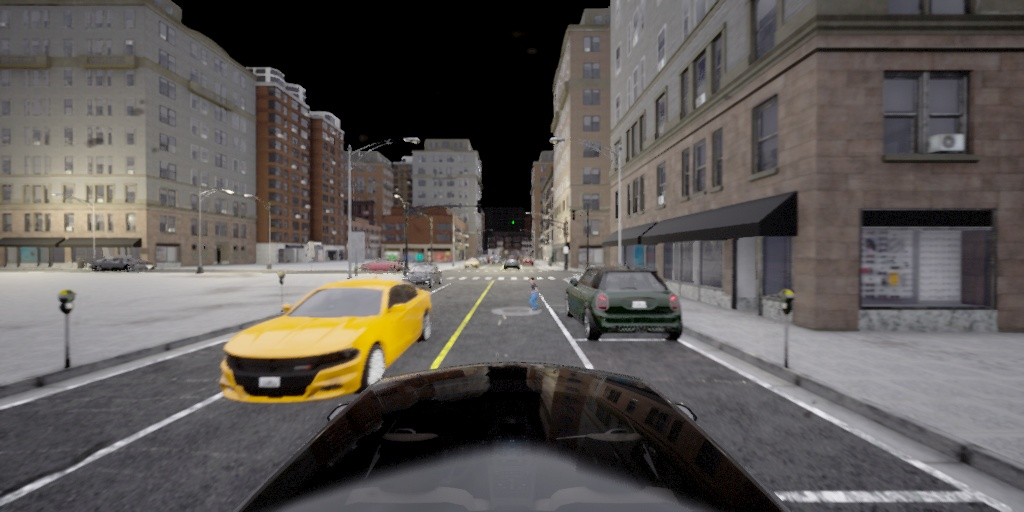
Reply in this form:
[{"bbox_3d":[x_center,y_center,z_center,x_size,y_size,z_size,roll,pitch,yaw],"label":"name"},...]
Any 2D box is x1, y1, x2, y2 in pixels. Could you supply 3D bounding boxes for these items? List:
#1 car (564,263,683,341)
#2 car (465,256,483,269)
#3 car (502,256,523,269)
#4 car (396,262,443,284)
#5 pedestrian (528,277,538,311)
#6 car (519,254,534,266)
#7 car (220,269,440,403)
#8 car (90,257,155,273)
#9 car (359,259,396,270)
[{"bbox_3d":[2.749,1.045,9.874,2.097,1.767,4.553,0,0,0],"label":"car"},{"bbox_3d":[-5.395,0.949,48.708,1.751,1.417,4.829,0,0,0],"label":"car"},{"bbox_3d":[0.027,0.998,47.372,1.994,1.385,4.181,0,0,0],"label":"car"},{"bbox_3d":[-5.391,1.159,22.033,2.007,1.370,4.403,0,0,0],"label":"car"},{"bbox_3d":[0.793,1.249,12.407,0.375,1.300,0.375,0,0,-8],"label":"pedestrian"},{"bbox_3d":[2.628,0.786,60.202,1.967,1.591,4.097,0,0,0],"label":"car"},{"bbox_3d":[-2.848,1.192,6.709,1.882,1.535,5.008,0,0,0],"label":"car"},{"bbox_3d":[-36.454,0.849,33.670,4.902,1.511,2.128,0,0,0],"label":"car"},{"bbox_3d":[-13.292,1.011,36.601,4.181,1.385,1.994,0,0,1],"label":"car"}]
